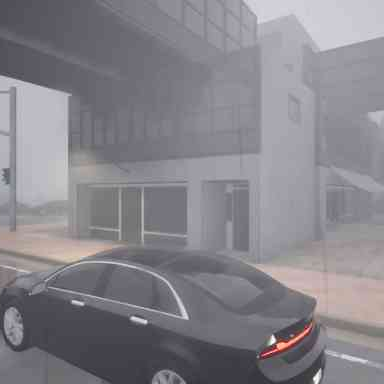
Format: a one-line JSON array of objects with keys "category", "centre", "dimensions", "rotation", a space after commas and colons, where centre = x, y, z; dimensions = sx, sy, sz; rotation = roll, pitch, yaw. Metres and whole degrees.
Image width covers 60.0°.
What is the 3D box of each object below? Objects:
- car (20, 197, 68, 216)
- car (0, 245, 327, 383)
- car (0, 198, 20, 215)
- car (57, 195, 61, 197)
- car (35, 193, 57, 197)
[{"category": "car", "centre": [-13.966, 1.505, 33.197], "dimensions": [1.837, 1.490, 4.892], "rotation": [0, 0, 36]}, {"category": "car", "centre": [-0.788, 1.505, 4.555], "dimensions": [4.892, 1.490, 1.837], "rotation": [0, 0, 36]}, {"category": "car", "centre": [-18.344, 1.564, 33.145], "dimensions": [1.994, 1.385, 4.181], "rotation": [0, 0, 36]}, {"category": "car", "centre": [-29.471, 1.364, 72.196], "dimensions": [3.905, 1.438, 1.784], "rotation": [0, 0, 35]}, {"category": "car", "centre": [-31.200, 1.153, 69.870], "dimensions": [4.605, 1.855, 1.932], "rotation": [0, 0, 35]}]
